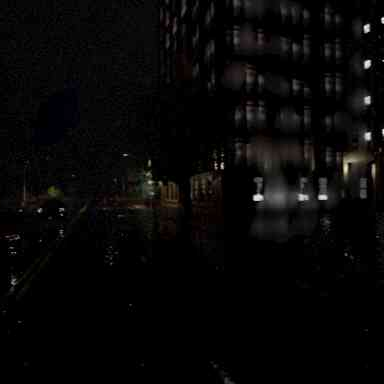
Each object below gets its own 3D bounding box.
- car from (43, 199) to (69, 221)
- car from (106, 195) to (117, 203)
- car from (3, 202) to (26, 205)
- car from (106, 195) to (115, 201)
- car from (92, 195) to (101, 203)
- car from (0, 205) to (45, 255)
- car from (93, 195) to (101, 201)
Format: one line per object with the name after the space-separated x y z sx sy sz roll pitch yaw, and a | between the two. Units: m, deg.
-11.529 1.423 27.795 2.097 1.767 4.553 0 0 -16 | car
-17.198 1.580 71.642 1.837 1.490 4.892 0 0 -16 | car
-14.925 1.582 27.860 2.128 1.511 4.902 0 0 -16 | car
-20.057 1.490 81.662 1.994 1.385 4.181 0 0 -16 | car
-20.323 1.639 70.751 2.033 1.411 5.357 0 0 -16 | car
-7.441 1.524 13.397 1.882 1.535 5.008 0 0 -16 | car
-23.182 1.481 80.770 1.812 1.442 4.674 0 0 -16 | car
